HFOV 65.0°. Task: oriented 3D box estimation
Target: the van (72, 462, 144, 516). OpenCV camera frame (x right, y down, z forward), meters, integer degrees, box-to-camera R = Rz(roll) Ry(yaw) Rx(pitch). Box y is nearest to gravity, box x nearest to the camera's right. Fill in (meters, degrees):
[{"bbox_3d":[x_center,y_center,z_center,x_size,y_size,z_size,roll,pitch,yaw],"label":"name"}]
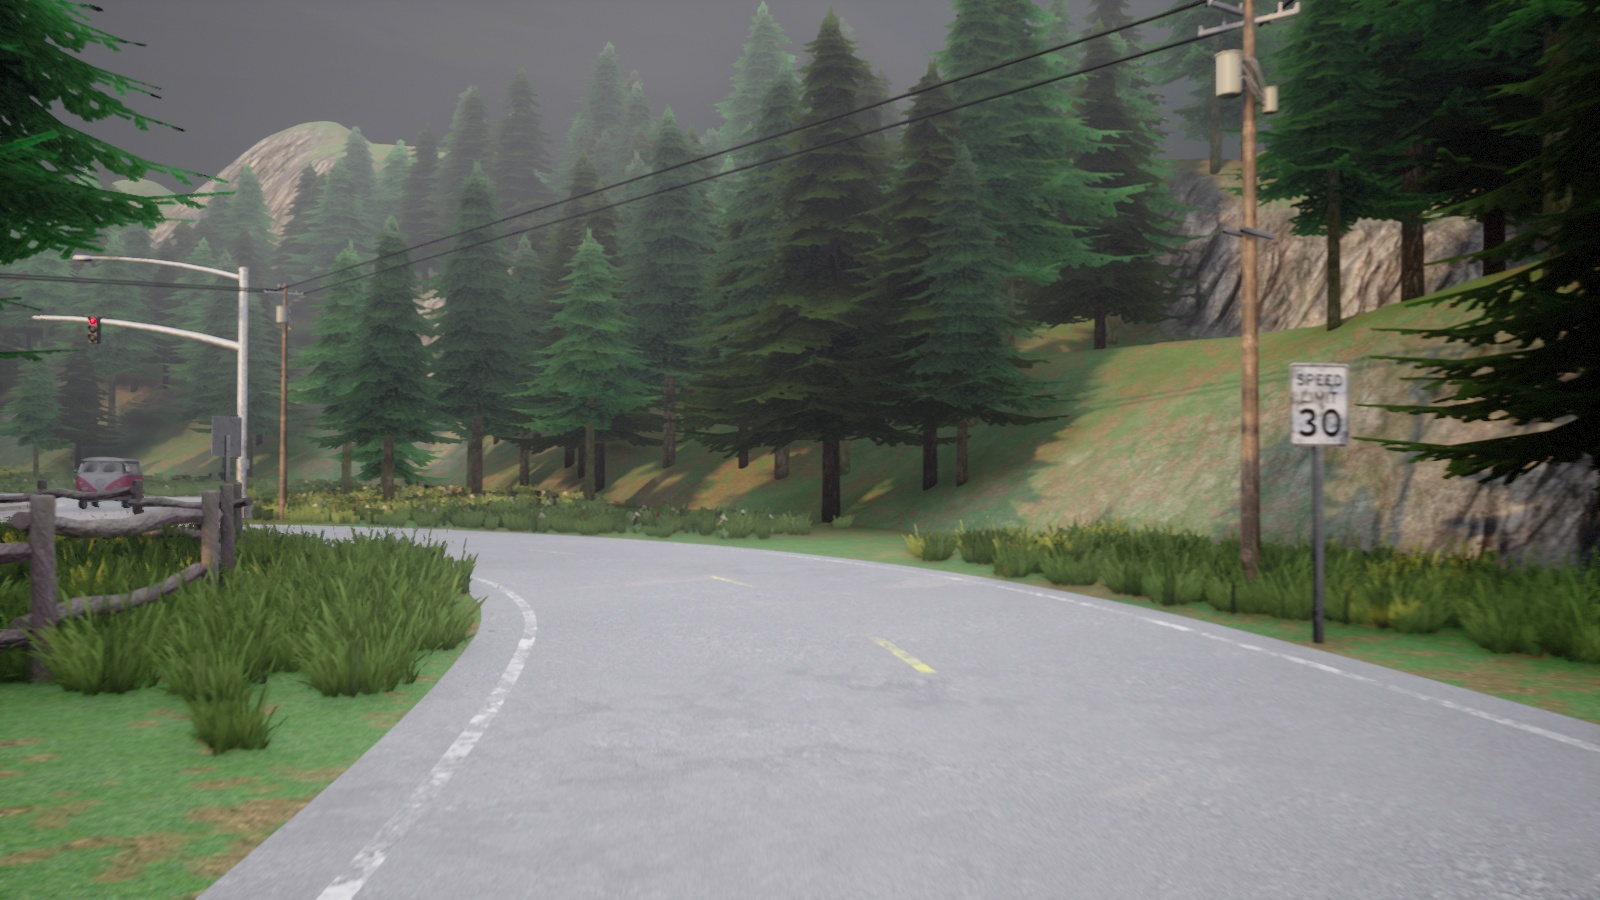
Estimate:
[{"bbox_3d":[-26.827,1.486,48.803,1.775,1.987,4.442,0,-1,-20],"label":"van"}]
